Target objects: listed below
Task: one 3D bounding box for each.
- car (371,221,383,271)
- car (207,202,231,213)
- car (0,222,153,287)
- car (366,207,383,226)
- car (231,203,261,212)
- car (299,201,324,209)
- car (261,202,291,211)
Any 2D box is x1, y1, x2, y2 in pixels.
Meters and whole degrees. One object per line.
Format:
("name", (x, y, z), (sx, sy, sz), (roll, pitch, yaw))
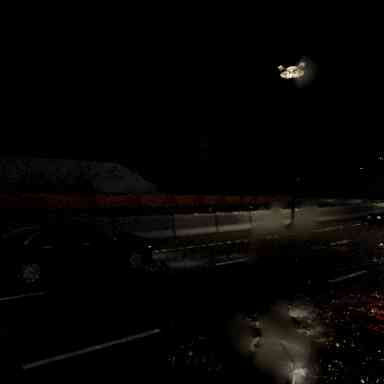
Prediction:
("car", (7.009, 1.594, 9.061), (5.008, 1.535, 1.882), (0, 0, -40))
("car", (4.050, 2.083, 44.814), (2.128, 1.511, 4.902), (-1, -1, 43))
("car", (-3.484, 1.643, 9.835), (4.892, 1.490, 1.837), (0, 0, -36))
("car", (14.890, 1.869, 25.193), (2.033, 1.411, 5.357), (-1, -1, 44))
("car", (7.406, 2.132, 43.275), (1.994, 1.385, 4.181), (-1, -1, 43))
("car", (14.639, 2.093, 40.837), (1.994, 1.385, 4.181), (-1, -1, 42))
("car", (11.239, 2.044, 42.272), (2.128, 1.511, 4.902), (-1, -1, 42))
